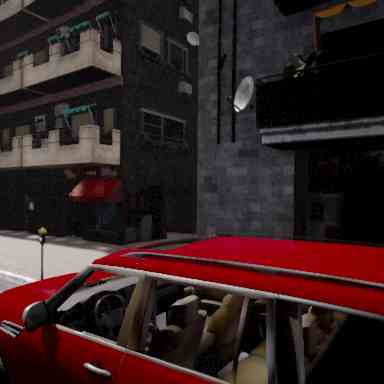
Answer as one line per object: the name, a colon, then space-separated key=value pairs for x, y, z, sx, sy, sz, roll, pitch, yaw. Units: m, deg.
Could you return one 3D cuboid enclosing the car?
car: x=0.038 y=1.313 z=2.831 sx=5.009 sy=1.841 sz=2.192 roll=0 pitch=1 yaw=36
